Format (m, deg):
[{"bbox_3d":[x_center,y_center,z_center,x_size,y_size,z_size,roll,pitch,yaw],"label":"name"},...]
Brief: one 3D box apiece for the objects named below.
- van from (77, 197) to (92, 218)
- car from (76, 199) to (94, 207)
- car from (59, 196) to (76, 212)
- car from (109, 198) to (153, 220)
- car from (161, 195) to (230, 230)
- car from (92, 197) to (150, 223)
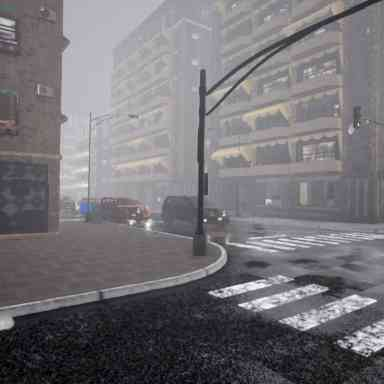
[{"bbox_3d":[-8.775,1.354,30.003,1.690,1.788,3.998,1,-1,-35],"label":"van"},{"bbox_3d":[-18.504,1.867,57.290,1.802,1.307,4.206,1,-1,-35],"label":"car"},{"bbox_3d":[-15.234,1.368,39.094,2.192,1.841,5.009,1,-1,-35],"label":"car"},{"bbox_3d":[-5.524,1.410,29.693,2.097,1.767,4.553,1,-1,-35],"label":"car"},{"bbox_3d":[0.046,1.249,21.846,2.150,2.045,5.566,1,-1,-36],"label":"car"},{"bbox_3d":[-5.545,1.310,25.458,2.192,1.841,5.009,1,-1,-35],"label":"car"}]
